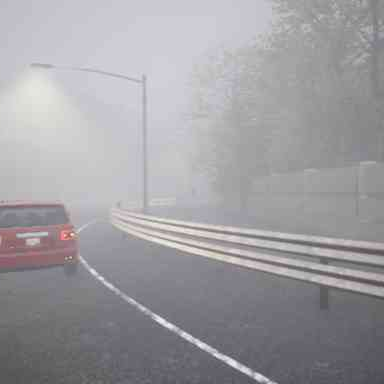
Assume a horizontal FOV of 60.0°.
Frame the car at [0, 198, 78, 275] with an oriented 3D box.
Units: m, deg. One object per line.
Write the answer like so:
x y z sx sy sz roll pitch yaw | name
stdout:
-4.881 1.238 10.027 2.150 2.045 5.566 -1 0 -27 | car
